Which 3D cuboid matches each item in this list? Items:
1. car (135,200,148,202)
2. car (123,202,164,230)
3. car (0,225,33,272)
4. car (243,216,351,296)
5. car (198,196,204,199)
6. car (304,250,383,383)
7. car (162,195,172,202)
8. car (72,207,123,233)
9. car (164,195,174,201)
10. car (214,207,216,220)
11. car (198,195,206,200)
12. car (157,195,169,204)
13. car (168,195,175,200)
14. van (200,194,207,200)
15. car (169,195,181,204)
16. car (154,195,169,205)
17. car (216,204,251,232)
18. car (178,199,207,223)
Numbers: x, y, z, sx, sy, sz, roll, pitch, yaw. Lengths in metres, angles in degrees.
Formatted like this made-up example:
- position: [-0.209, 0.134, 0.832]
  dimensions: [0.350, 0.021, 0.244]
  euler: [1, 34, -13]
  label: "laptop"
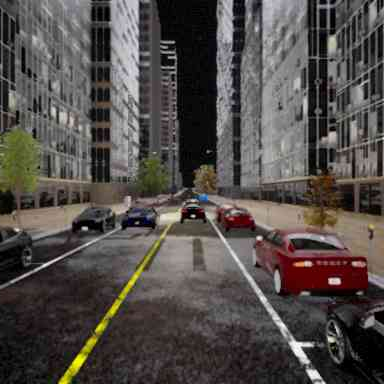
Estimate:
- position: [-5.701, 1.542, 36.967]
  dimensions: [1.887, 1.381, 4.507]
  euler: [0, 0, 0]
  label: "car"
- position: [-3.106, 1.566, 20.821]
  dimensions: [1.994, 1.385, 4.181]
  euler: [0, 0, 0]
  label: "car"
- position: [-5.695, 1.568, 8.506]
  dimensions: [1.947, 1.339, 4.313]
  euler: [0, 0, 0]
  label: "car"
- position: [2.686, 1.547, 8.500]
  dimensions: [1.887, 1.381, 4.507]
  euler: [0, 0, 0]
  label: "car"
- position: [0.091, 1.541, 42.828]
  dimensions: [2.033, 1.411, 5.357]
  euler: [0, 0, 0]
  label: "car"
- position: [2.687, 1.567, 2.807]
  dimensions: [1.947, 1.339, 4.313]
  euler: [0, 0, 0]
  label: "car"
- position: [-5.709, 1.504, 76.815]
  dimensions: [2.008, 1.369, 4.403]
  euler: [0, 0, 0]
  label: "car"
- position: [-5.697, 1.568, 19.891]
  dimensions: [1.947, 1.339, 4.313]
  euler: [0, 0, 0]
  label: "car"
- position: [-5.710, 1.494, 82.507]
  dimensions: [2.008, 1.369, 4.403]
  euler: [0, 0, 0]
  label: "car"
- position: [2.682, 1.546, 25.578]
  dimensions: [1.887, 1.381, 4.507]
  euler: [0, 0, 0]
  label: "car"
- position: [2.669, 1.482, 88.198]
  dimensions: [2.008, 1.369, 4.403]
  euler: [0, 0, 0]
  label: "car"
- position: [-5.707, 1.409, 65.430]
  dimensions: [1.967, 1.590, 4.097]
  euler: [0, 0, 0]
  label: "car"
- position: [-5.712, 1.499, 93.892]
  dimensions: [1.802, 1.307, 4.206]
  euler: [0, 0, 0]
  label: "car"
- position: [2.671, 1.295, 76.812]
  dimensions: [1.690, 1.788, 3.998]
  euler: [0, 0, 0]
  label: "van"
- position: [-3.053, 1.536, 61.880]
  dimensions: [1.994, 1.385, 4.181]
  euler: [0, 0, 1]
  label: "car"
- position: [-5.705, 1.416, 59.738]
  dimensions: [1.967, 1.590, 4.097]
  euler: [0, 0, 0]
  label: "car"
- position: [2.684, 1.584, 19.885]
  dimensions: [1.802, 1.307, 4.206]
  euler: [0, 0, 0]
  label: "car"
- position: [0.104, 1.527, 25.661]
  dimensions: [1.812, 1.442, 4.674]
  euler: [0, 0, 0]
  label: "car"
